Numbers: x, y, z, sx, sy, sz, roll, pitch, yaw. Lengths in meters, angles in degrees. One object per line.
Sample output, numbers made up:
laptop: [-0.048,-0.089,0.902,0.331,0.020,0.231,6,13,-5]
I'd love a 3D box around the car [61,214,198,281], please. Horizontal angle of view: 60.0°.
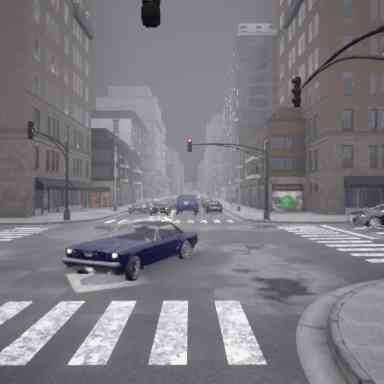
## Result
car: [-1.583,1.592,10.132,1.895,1.301,4.718,0,0,25]

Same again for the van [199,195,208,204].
van: [2.420,1.453,69.202,1.690,1.788,3.998,0,0,0]

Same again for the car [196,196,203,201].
car: [2.050,1.698,90.105,1.812,1.442,4.674,0,0,0]

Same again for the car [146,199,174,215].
car: [-3.133,1.637,33.515,1.895,1.301,4.718,0,0,0]

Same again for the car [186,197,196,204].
car: [-0.126,1.669,66.560,1.994,1.385,4.181,0,0,0]

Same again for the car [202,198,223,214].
car: [2.359,1.606,36.136,1.947,1.339,4.313,0,0,0]

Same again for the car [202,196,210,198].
car: [2.380,1.641,47.159,1.802,1.307,4.206,0,0,0]

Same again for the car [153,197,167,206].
car: [-5.625,1.634,58.195,2.008,1.369,4.403,0,0,0]

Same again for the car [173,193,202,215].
car: [-0.414,1.260,35.152,2.150,2.045,5.566,0,0,3]

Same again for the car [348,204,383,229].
car: [12.325,1.447,20.642,4.902,1.511,2.128,0,0,0]

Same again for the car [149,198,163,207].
car: [-5.635,1.653,52.684,1.802,1.307,4.206,0,0,0]

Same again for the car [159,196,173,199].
car: [-3.110,1.617,43.493,1.994,1.385,4.181,0,0,1]

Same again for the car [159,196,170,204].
car: [-5.604,1.552,69.216,1.967,1.590,4.097,0,0,0]

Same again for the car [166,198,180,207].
car: [-3.085,1.636,53.452,1.994,1.385,4.181,0,0,0]

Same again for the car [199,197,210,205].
car: [2.410,1.647,63.691,2.008,1.369,4.403,0,0,0]

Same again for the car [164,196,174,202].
car: [-5.584,1.694,80.237,2.008,1.369,4.403,0,0,0]

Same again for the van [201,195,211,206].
van: [2.400,1.424,58.180,1.690,1.788,3.998,0,0,0]

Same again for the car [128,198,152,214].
car: [-5.665,1.480,36.152,1.967,1.590,4.097,0,0,0]
